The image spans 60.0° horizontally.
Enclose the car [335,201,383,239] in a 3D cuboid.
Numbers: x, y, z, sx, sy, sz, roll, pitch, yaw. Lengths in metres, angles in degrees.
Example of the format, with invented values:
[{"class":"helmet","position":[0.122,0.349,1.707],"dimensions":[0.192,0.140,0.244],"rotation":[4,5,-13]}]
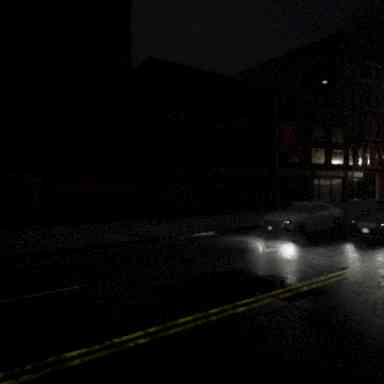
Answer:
[{"class":"car","position":[8.359,1.088,13.637],"dimensions":[4.902,1.511,2.128],"rotation":[-2,1,-35]}]

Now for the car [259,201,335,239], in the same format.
[{"class":"car","position":[5.162,1.167,15.337],"dimensions":[4.674,1.442,1.812],"rotation":[-2,1,-36]}]
